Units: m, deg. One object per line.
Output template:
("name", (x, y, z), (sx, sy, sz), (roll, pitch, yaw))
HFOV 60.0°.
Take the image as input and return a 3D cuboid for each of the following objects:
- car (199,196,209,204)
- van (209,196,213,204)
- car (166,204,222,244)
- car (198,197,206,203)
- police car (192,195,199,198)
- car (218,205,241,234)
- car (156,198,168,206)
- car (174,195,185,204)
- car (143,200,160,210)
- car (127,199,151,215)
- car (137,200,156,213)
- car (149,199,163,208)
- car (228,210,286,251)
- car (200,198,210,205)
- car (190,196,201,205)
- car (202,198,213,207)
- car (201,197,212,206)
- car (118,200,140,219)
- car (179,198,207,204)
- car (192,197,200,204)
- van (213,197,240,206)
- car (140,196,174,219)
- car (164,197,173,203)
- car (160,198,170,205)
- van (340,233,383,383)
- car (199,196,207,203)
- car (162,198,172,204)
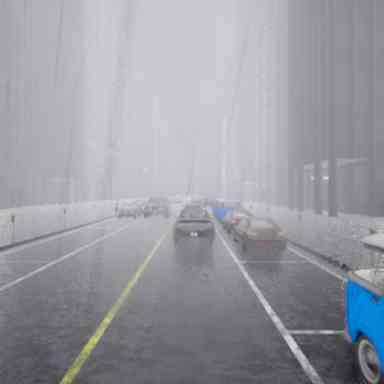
("car", (2.745, 1.621, 53.830), (2.192, 1.841, 5.009), (0, 0, 0))
("van", (2.752, 1.517, 31.121), (1.690, 1.788, 3.998), (0, 0, 0))
("car", (0.090, 1.583, 16.355), (2.128, 1.511, 4.902), (0, 0, 0))
("car", (2.734, 2.082, 87.894), (1.947, 1.339, 4.313), (0, 0, 0))
("police car", (0.880, 1.780, 62.146), (1.930, 1.638, 5.238), (0, 0, 0))
("car", (2.756, 1.693, 19.764), (1.802, 1.307, 4.206), (0, 0, 0))
("car", (-5.783, 1.917, 65.178), (1.887, 1.381, 4.507), (0, 0, 0))
("car", (-3.022, 1.952, 71.404), (1.994, 1.385, 4.181), (0, 0, 0))
("car", (-5.778, 1.839, 48.146), (1.947, 1.339, 4.313), (0, 0, 0))
("car", (-5.774, 1.648, 36.792), (1.967, 1.590, 4.097), (0, 0, 0))
("car", (-5.776, 1.765, 42.298), (1.752, 1.417, 4.829), (0, 0, 0))
("car", (-5.780, 1.830, 53.652), (1.752, 1.417, 4.829), (0, 0, 0))
("car", (2.758, 1.660, 14.086), (1.802, 1.307, 4.206), (0, 0, 0))
("car", (2.740, 1.952, 70.862), (1.887, 1.381, 4.507), (0, 0, 0))
("car", (0.743, 1.766, 71.991), (2.097, 1.767, 4.553), (0, 0, -1))
("car", (2.743, 1.865, 59.677), (1.752, 1.417, 4.829), (0, 0, 0))
("car", (2.741, 1.813, 65.185), (1.967, 1.590, 4.097), (0, 0, 0))
("car", (-5.773, 1.726, 31.114), (2.008, 1.369, 4.403), (0, 0, 0))
("car", (0.086, 1.674, 32.355), (2.128, 1.511, 4.902), (0, 0, 0))
("car", (0.875, 1.909, 78.226), (1.801, 1.575, 5.366), (0, 0, 0))
("van", (2.754, 1.484, 25.443), (1.690, 1.788, 3.998), (0, 0, 0))
("car", (-3.109, 1.398, 30.926), (2.150, 2.045, 5.566), (0, -1, 0))
("car", (-5.789, 2.044, 82.209), (1.947, 1.339, 4.313), (0, 0, 0))
("car", (-5.785, 1.931, 70.685), (1.752, 1.417, 4.829), (0, 0, 0))
("van", (2.761, 1.356, 2.733), (1.690, 1.788, 3.998), (0, 0, 0))
("car", (2.736, 1.919, 82.217), (1.967, 1.590, 4.097), (0, 0, 0))
("car", (-5.787, 1.987, 76.532), (1.887, 1.381, 4.507), (0, 0, 0))
